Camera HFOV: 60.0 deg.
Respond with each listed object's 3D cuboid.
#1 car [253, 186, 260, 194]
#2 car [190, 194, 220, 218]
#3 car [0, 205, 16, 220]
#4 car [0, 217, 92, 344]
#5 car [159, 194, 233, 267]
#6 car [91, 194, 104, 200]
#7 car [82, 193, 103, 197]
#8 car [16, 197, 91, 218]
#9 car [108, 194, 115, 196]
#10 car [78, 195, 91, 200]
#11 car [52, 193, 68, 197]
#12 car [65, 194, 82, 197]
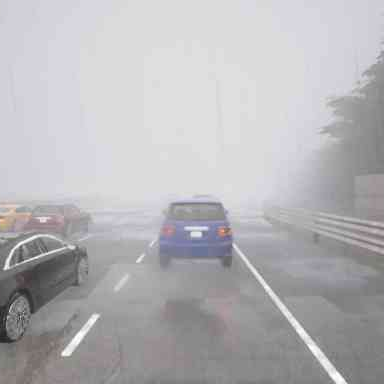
[{"bbox_3d":[17.850,-0.282,92.409,2.033,1.411,5.357,0,3,12],"label":"car"},{"bbox_3d":[1.336,1.213,31.694,2.150,2.045,5.566,0,0,9],"label":"car"},{"bbox_3d":[-10.354,1.471,19.271,1.882,1.535,5.008,0,0,0],"label":"car"},{"bbox_3d":[-3.492,1.489,6.381,2.128,1.511,4.902,0,0,0],"label":"car"},{"bbox_3d":[0.122,1.217,11.523,2.150,2.045,5.566,0,0,0],"label":"car"},{"bbox_3d":[-24.574,1.275,86.771,1.882,1.535,5.008,0,0,0],"label":"car"},{"bbox_3d":[-20.965,1.139,70.941,2.150,2.045,5.566,0,0,0],"label":"car"},{"bbox_3d":[-6.860,1.346,17.470,2.097,1.767,4.553,0,0,0],"label":"car"},{"bbox_3d":[-21.073,1.322,86.811,1.812,1.442,4.674,0,0,0],"label":"car"},{"bbox_3d":[-28.073,1.392,86.704,1.895,1.301,4.718,0,0,0],"label":"car"},{"bbox_3d":[-27.965,1.139,70.864,2.150,2.045,5.566,0,0,0],"label":"car"},{"bbox_3d":[-24.466,1.453,70.934,2.033,1.411,5.357,0,0,0],"label":"car"}]
